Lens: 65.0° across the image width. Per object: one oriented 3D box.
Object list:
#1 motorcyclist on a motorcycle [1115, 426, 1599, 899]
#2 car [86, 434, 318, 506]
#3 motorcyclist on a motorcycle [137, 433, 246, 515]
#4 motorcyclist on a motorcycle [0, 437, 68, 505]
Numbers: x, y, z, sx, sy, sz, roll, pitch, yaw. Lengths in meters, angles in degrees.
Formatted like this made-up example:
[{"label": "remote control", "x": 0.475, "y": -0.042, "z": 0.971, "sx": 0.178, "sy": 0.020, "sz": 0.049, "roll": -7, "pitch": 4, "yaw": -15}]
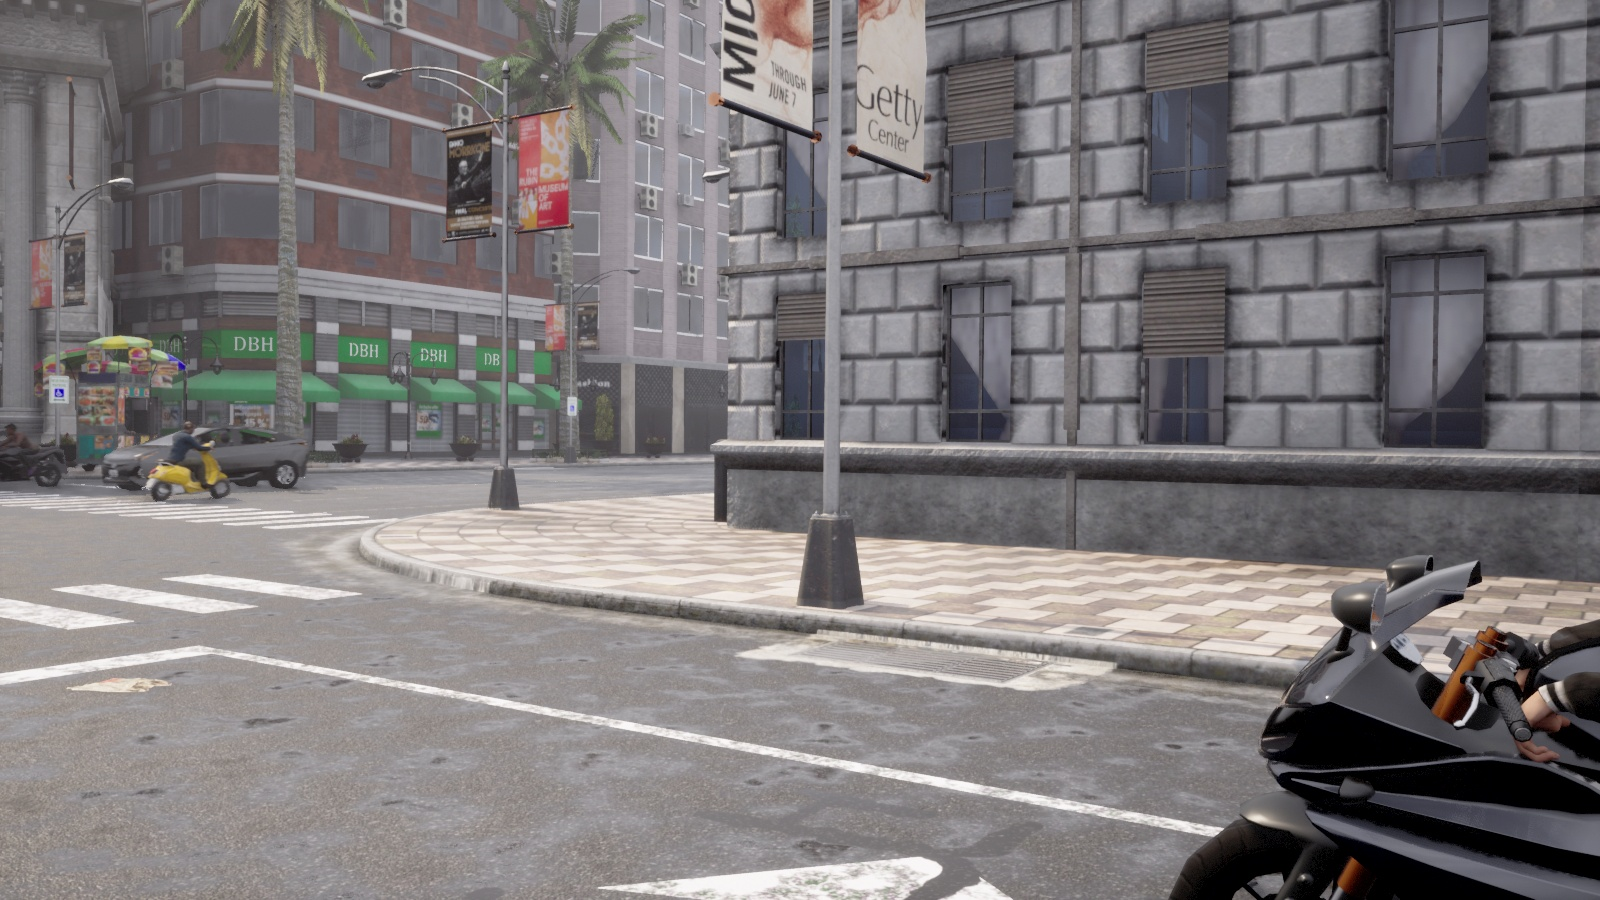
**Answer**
[{"label": "motorcyclist on a motorcycle", "x": 1.824, "y": 0.717, "z": 2.412, "sx": 2.191, "sy": 1.530, "sz": 0.866, "roll": 0, "pitch": 1, "yaw": 34}, {"label": "car", "x": -13.930, "y": 0.402, "z": 29.495, "sx": 2.007, "sy": 1.525, "sz": 4.514, "roll": 0, "pitch": 1, "yaw": 34}, {"label": "motorcyclist on a motorcycle", "x": -12.243, "y": 0.450, "z": 25.320, "sx": 0.866, "sy": 1.590, "sz": 1.817, "roll": 1, "pitch": 1, "yaw": 28}, {"label": "motorcyclist on a motorcycle", "x": -18.325, "y": 0.480, "z": 29.242, "sx": 0.797, "sy": 1.523, "sz": 2.044, "roll": 0, "pitch": 1, "yaw": 34}]
